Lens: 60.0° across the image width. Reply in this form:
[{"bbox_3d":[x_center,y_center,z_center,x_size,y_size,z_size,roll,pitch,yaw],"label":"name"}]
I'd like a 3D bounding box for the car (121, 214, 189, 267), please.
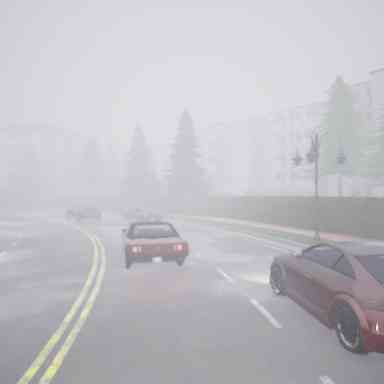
[{"bbox_3d":[-1.516,1.673,11.751,1.895,1.301,4.718,0,0,-14],"label":"car"}]

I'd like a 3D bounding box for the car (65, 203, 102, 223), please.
[{"bbox_3d":[-9.079,1.669,27.577,2.128,1.511,4.902,0,-1,-35],"label":"car"}]

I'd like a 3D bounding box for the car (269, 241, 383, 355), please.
[{"bbox_3d":[2.970,1.596,6.225,1.994,1.385,4.181,0,0,-6],"label":"car"}]

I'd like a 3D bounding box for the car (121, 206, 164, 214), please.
[{"bbox_3d":[-4.089,1.763,26.500,1.895,1.301,4.718,0,0,-31],"label":"car"}]
